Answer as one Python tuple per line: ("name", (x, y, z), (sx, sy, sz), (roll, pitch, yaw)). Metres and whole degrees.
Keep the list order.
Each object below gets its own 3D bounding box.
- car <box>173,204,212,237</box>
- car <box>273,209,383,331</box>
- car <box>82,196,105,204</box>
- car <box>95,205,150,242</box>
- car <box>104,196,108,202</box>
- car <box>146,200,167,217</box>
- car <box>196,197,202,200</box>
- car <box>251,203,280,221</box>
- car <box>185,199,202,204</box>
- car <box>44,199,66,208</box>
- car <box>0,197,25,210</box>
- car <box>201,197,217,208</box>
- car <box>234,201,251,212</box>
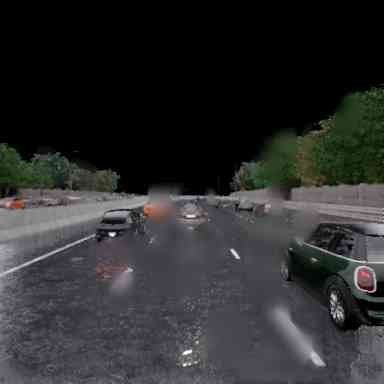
("car", (-0.057, 1.638, 18.879), (2.128, 1.511, 4.902), (0, 0, 0))
("car", (3.434, 1.427, 7.176), (2.097, 1.767, 4.553), (0, 0, 0))
("car", (-14.471, 1.735, 48.020), (1.837, 1.490, 4.892), (0, 0, 0))
("car", (-3.543, 1.631, 17.111), (1.837, 1.490, 4.892), (0, 0, 0))
("car", (-18.022, 1.595, 65.247), (2.097, 1.767, 4.553), (0, 0, 0))
("car", (-3.674, 1.571, 34.091), (2.097, 1.767, 4.553), (0, 0, 0))
("car", (2.792, 2.002, 90.402), (1.812, 1.442, 4.674), (0, -1, 0))
("car", (6.858, 1.754, 29.776), (1.812, 1.442, 4.674), (0, -1, 0))
("car", (-0.188, 1.800, 35.820), (1.994, 1.385, 4.181), (0, 0, 0))
("car", (-21.497, 1.782, 52.304), (1.994, 1.385, 4.181), (0, 0, 0))
("car", (-24.947, 1.550, 45.632), (2.097, 1.767, 4.553), (0, 0, 0))
("car", (3.069, 1.834, 54.407), (2.033, 1.411, 5.357), (0, 0, 0))
("car", (6.753, 1.842, 43.439), (1.994, 1.385, 4.181), (0, 0, 0))
